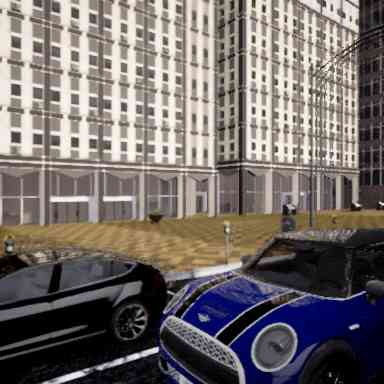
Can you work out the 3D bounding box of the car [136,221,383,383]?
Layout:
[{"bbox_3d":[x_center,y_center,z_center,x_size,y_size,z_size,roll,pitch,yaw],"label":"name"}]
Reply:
[{"bbox_3d":[1.792,1.359,4.653,4.553,1.767,2.097,0,0,-35],"label":"car"}]

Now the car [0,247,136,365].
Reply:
[{"bbox_3d":[-2.399,1.567,4.851,4.313,1.339,1.947,0,0,-36],"label":"car"}]
